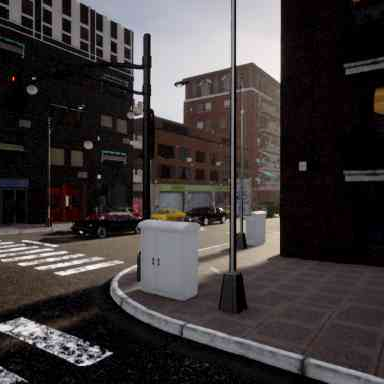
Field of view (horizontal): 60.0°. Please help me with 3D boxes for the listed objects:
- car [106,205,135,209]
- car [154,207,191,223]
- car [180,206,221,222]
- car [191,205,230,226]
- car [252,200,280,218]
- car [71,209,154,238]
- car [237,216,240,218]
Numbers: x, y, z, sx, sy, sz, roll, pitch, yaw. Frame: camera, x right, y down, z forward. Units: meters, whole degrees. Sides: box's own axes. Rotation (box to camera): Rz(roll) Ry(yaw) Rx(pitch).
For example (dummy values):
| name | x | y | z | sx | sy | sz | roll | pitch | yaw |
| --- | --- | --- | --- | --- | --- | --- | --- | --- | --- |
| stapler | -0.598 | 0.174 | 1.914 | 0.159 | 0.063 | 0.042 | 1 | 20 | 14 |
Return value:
| name | x | y | z | sx | sy | sz | roll | pitch | yaw |
| --- | --- | --- | --- | --- | --- | --- | --- | --- | --- |
| car | -5.449 | 1.758 | 23.162 | 1.967 | 1.590 | 4.097 | -1 | -2 | 35 |
| car | -2.386 | 1.944 | 27.550 | 1.752 | 1.417 | 4.829 | -1 | -2 | 35 |
| car | 0.871 | 2.092 | 32.218 | 1.947 | 1.339 | 4.313 | -1 | -2 | 35 |
| car | 1.227 | 1.981 | 28.175 | 1.837 | 1.490 | 4.892 | 0 | -1 | 35 |
| car | 9.098 | 1.959 | 39.431 | 2.150 | 2.045 | 5.566 | 0 | -1 | 35 |
| car | -4.699 | 1.881 | 19.684 | 1.895 | 1.301 | 4.718 | 0 | -1 | 35 |
| car | 3.935 | 2.153 | 36.609 | 1.752 | 1.417 | 4.829 | -1 | -2 | 35 |
